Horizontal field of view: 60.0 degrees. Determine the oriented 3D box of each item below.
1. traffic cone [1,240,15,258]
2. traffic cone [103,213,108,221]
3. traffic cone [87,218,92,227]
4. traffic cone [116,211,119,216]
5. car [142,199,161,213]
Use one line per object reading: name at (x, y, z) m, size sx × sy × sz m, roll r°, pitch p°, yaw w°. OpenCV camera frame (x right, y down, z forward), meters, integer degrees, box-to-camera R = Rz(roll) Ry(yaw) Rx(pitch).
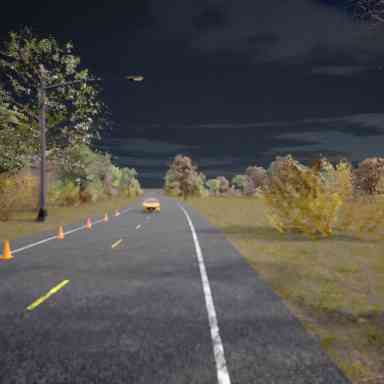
traffic cone at (-6.368, 1.964, 11.462) m, size 0.340 × 0.580 × 0.340 m, roll 0°, pitch 0°, yaw -1°
traffic cone at (-6.838, 1.963, 26.381) m, size 0.340 × 0.580 × 0.340 m, roll 0°, pitch 0°, yaw -2°
traffic cone at (-6.642, 1.964, 21.409) m, size 0.340 × 0.580 × 0.340 m, roll 0°, pitch 0°, yaw -2°
traffic cone at (-7.072, 1.961, 31.350) m, size 0.340 × 0.580 × 0.340 m, roll 0°, pitch 0°, yaw -3°
car at (-4.477, 1.478, 36.821) m, size 1.882 × 1.535 × 5.008 m, roll 0°, pitch 0°, yaw -6°
